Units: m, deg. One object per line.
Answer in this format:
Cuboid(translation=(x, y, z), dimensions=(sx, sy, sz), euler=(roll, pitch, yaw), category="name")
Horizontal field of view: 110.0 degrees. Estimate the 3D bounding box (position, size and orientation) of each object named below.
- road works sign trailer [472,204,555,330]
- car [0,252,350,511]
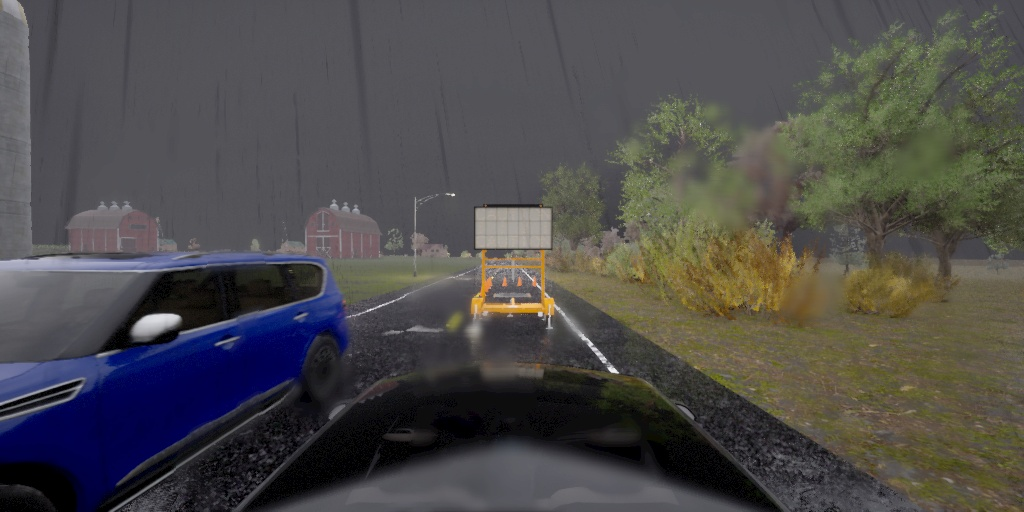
Cuboid(translation=(0.038, 0.212, 11.107), dimensions=(2.380, 3.560, 2.880), euler=(0, 0, 0), category="road works sign trailer")
Cuboid(translation=(-3.597, 0.971, 3.343), dimensions=(2.150, 2.045, 5.566), euler=(0, 0, 0), category="car")
